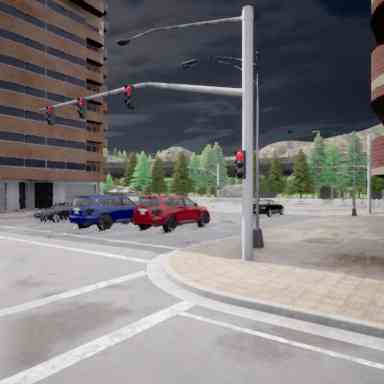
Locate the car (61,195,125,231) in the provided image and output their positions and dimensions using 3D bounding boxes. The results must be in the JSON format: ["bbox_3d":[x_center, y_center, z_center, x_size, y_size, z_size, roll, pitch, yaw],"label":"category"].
[{"bbox_3d":[-4.924,1.222,20.902,2.150,2.045,5.566,0,0,36],"label":"car"}]

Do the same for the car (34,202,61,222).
[{"bbox_3d":[-9.907,1.505,26.288,1.837,1.490,4.892,0,0,36],"label":"car"}]

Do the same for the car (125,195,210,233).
[{"bbox_3d":[-1.107,1.222,20.214,2.150,2.045,5.566,0,0,36],"label":"car"}]

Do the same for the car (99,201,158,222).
[{"bbox_3d":[-5.048,1.526,27.030,1.812,1.442,4.674,0,0,36],"label":"car"}]

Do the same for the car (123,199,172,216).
[{"bbox_3d":[-4.426,1.491,33.830,2.128,1.511,4.902,0,0,36],"label":"car"}]

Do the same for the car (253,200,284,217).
[{"bbox_3d":[7.158,1.478,31.701,1.882,1.535,5.008,0,0,36],"label":"car"}]
